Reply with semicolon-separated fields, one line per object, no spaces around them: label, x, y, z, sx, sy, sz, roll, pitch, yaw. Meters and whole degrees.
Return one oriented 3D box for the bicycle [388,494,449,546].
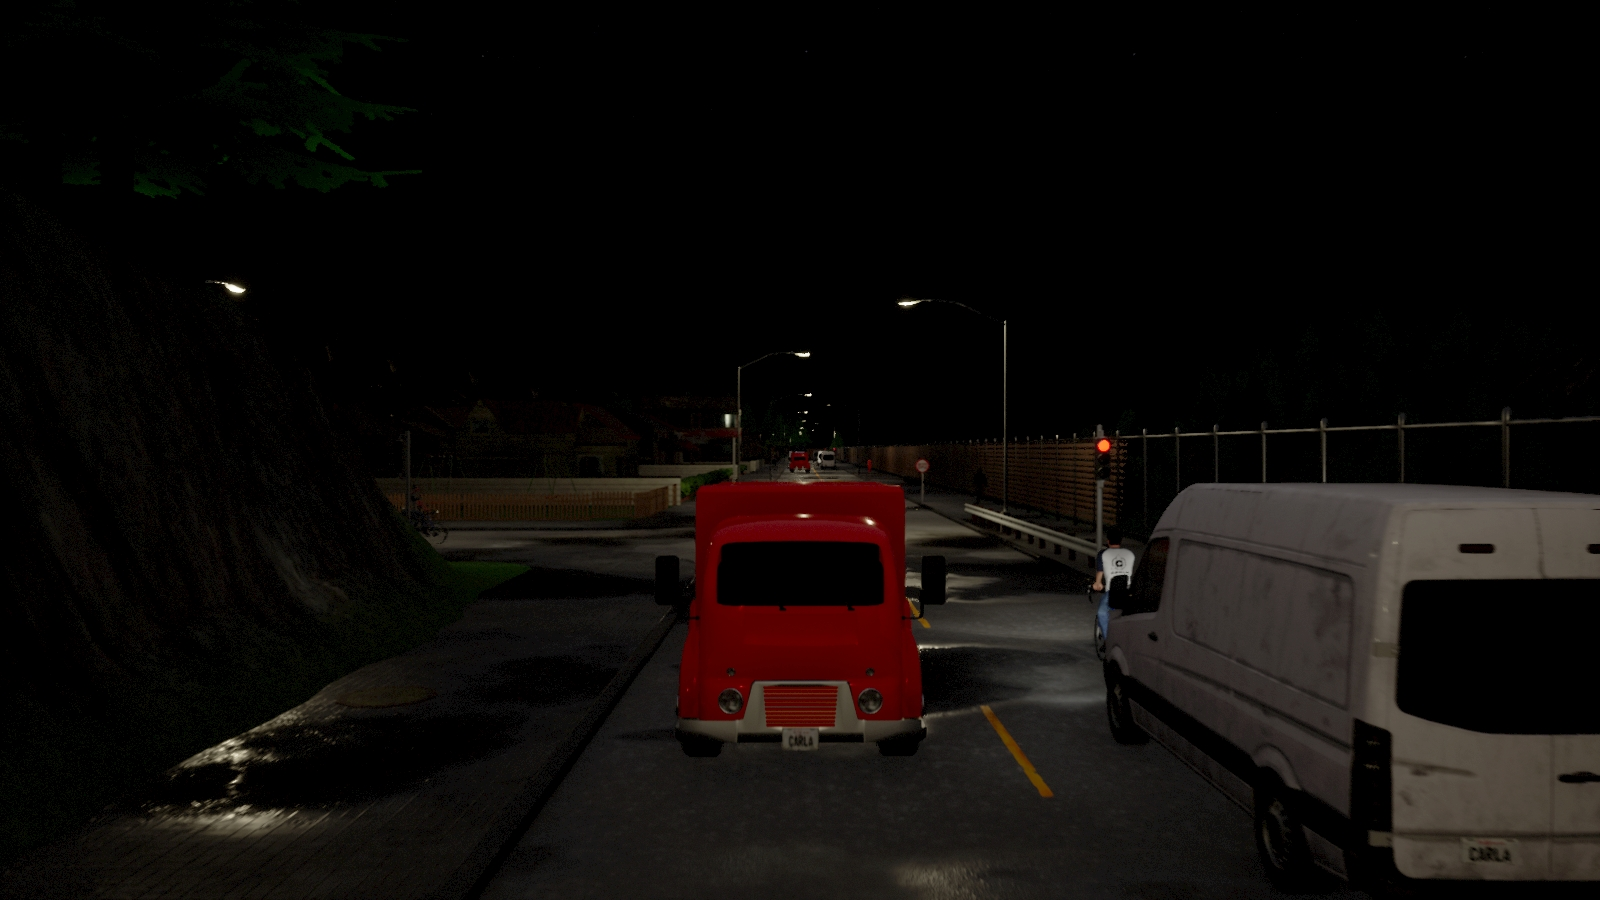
bicycle;-11.170;2.049;33.487;1.643;1.496;0.373;1;0;0

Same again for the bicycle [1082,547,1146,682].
bicycle;3.995;2.053;14.627;0.373;1.496;1.643;0;0;0

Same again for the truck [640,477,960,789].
truck;0.000;1.570;12.003;2.627;2.467;5.204;0;0;0

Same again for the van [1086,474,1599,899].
van;4.004;1.533;9.045;1.988;2.561;5.915;0;0;0
